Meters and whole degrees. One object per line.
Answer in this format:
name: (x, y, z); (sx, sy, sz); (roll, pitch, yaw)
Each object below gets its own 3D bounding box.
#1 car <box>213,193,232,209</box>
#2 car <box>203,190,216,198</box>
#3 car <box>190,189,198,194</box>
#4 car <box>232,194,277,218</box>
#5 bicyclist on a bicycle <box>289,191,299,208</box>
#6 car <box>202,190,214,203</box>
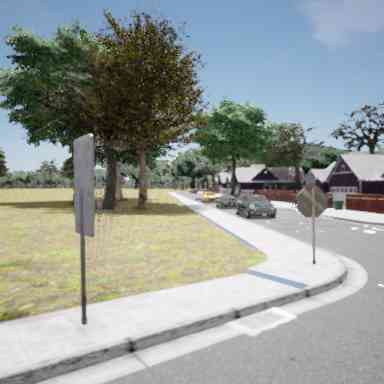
car: (3.802, 1.018, 35.439); (1.994, 1.385, 4.181); (-1, 1, -6)
car: (3.399, 0.359, 66.555); (1.837, 1.490, 4.892); (-1, 1, -6)
car: (0.510, -0.191, 94.068); (1.812, 1.442, 4.674); (-1, 1, -6)
car: (4.835, 0.975, 25.517); (2.097, 1.767, 4.553); (-1, 1, -6)
bicyclist on a bicycle: (10.069, 0.733, 31.774); (1.656, 1.620, 0.582); (-1, 1, -6)
car: (2.544, 0.724, 47.527); (1.882, 1.535, 5.008); (-1, 1, -5)
